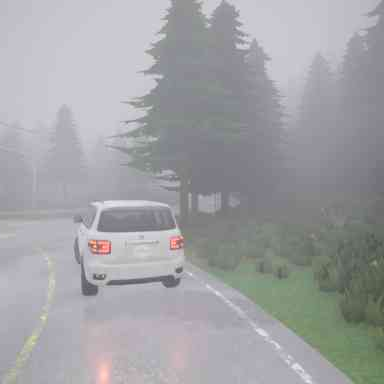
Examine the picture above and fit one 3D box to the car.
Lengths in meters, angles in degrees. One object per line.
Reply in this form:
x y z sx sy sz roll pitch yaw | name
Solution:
-1.917 1.221 9.031 2.150 2.045 5.566 0 0 -20 | car
